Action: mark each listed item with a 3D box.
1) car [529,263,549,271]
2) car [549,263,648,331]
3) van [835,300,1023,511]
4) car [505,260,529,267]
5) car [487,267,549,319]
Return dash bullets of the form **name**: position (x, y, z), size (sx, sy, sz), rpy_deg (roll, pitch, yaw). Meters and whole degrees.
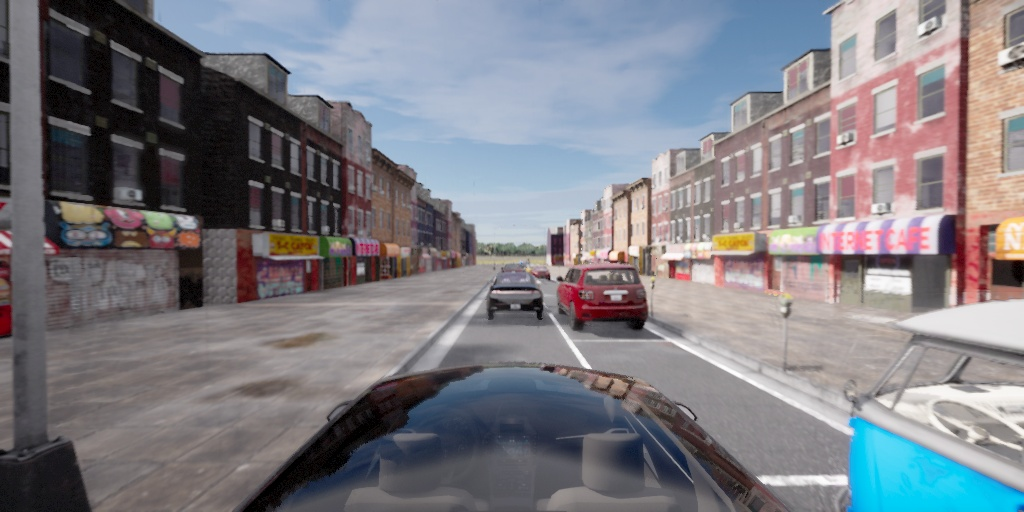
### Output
- **car**: position (2.654, 1.624, 33.513), size (1.802, 1.307, 4.207), rpy_deg (0, 0, 0)
- **car**: position (2.642, 1.153, 11.384), size (2.192, 1.841, 5.009), rpy_deg (0, 0, 0)
- **van**: position (2.636, 1.078, 0.320), size (1.690, 1.789, 3.998), rpy_deg (0, 0, 0)
- **car**: position (0.115, 1.365, 30.382), size (2.097, 1.767, 4.553), rpy_deg (0, -1, 0)
- **car**: position (0.106, 1.348, 13.344), size (2.128, 1.511, 4.902), rpy_deg (0, -1, 0)
